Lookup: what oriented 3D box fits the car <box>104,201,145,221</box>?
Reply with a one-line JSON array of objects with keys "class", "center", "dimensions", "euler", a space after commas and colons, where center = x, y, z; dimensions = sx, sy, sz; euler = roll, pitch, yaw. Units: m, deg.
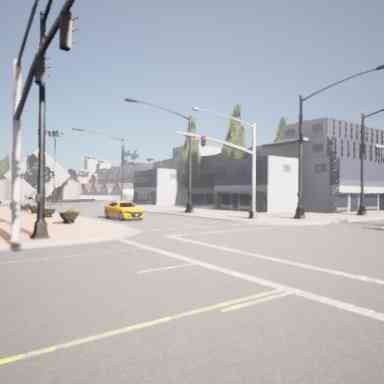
[{"class": "car", "center": [-5.647, 1.495, 27.527], "dimensions": [1.882, 1.535, 5.008], "euler": [1, 0, -35]}]
